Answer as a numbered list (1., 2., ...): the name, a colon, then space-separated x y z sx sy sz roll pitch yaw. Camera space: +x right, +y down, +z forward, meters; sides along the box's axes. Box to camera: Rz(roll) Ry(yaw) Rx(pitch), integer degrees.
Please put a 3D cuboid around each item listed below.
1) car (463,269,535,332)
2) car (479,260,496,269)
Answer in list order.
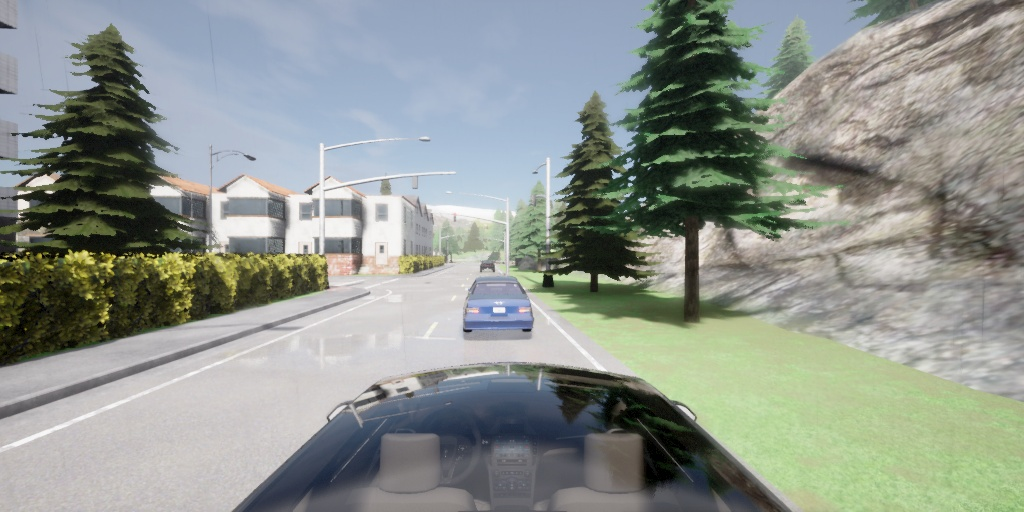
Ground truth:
1. car: -0.478 1.297 10.802 2.033 1.411 5.357 0 0 -4
2. car: -3.106 1.255 45.285 1.837 1.490 4.892 0 0 -4
